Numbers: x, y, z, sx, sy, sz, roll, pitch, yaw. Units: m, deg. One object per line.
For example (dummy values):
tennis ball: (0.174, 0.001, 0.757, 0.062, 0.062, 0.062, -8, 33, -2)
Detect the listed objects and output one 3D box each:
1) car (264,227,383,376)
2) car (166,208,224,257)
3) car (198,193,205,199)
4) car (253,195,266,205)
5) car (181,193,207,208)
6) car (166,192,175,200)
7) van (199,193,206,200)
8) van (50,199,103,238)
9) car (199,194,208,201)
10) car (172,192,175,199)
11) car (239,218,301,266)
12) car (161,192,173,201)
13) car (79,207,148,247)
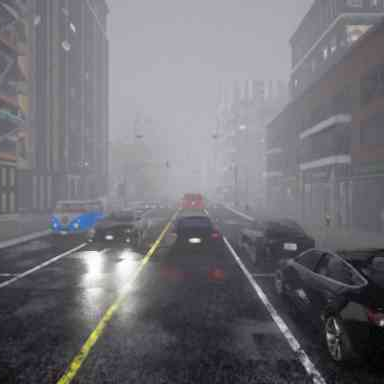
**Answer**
car: (2.694, 1.542, 5.532, 1.947, 1.339, 4.313, 0, 0, 0)
car: (0.093, 1.511, 12.620, 1.994, 1.385, 4.181, 0, 0, 0)
car: (2.661, 1.152, 94.426, 1.967, 1.590, 4.097, 0, 0, 0)
car: (13.446, 1.389, 59.587, 5.009, 1.841, 2.192, 1, -1, -1)
car: (0.090, 1.093, 32.969, 2.150, 2.045, 5.566, 0, 0, 0)
car: (-5.718, 1.037, 88.793, 2.192, 1.841, 5.009, 0, 0, 0)
van: (2.665, 1.074, 83.165, 1.690, 1.788, 3.998, 0, 0, 0)
van: (-5.690, 1.272, 16.851, 1.690, 1.788, 3.998, 0, 0, 0)
car: (2.666, 1.291, 77.535, 1.887, 1.381, 4.507, 0, 0, 0)
car: (-5.715, 1.259, 82.993, 1.752, 1.417, 4.829, 0, 0, 0)
car: (2.691, 1.519, 11.195, 1.947, 1.339, 4.313, 0, 0, 0)
car: (-5.712, 1.325, 71.902, 1.947, 1.339, 4.313, 0, 0, 0)
car: (-3.103, 1.504, 14.479, 1.994, 1.385, 4.181, 0, 0, 0)
